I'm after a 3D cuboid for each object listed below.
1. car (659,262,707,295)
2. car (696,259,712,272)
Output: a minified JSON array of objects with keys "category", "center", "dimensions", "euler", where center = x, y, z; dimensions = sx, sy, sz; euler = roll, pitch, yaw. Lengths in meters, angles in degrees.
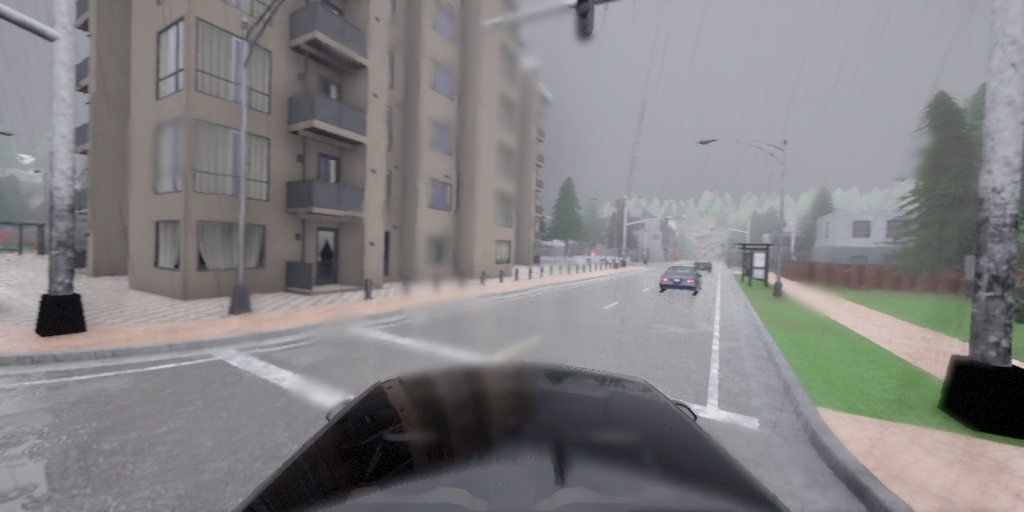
[{"category":"car","center":[9.408,1.267,19.857],"dimensions":[2.033,1.411,5.357],"euler":[3,1,30]},{"category":"car","center":[23.564,1.150,44.246],"dimensions":[1.882,1.535,5.008],"euler":[3,1,30]}]
